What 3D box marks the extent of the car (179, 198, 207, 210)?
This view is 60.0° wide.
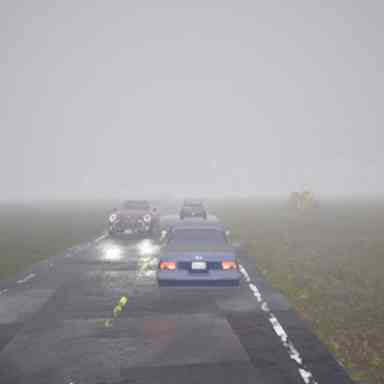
[{"bbox_3d":[0.100,1.212,24.420,2.128,1.511,4.902,0,1,0],"label":"car"}]

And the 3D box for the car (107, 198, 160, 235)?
[{"bbox_3d":[-2.827,1.148,17.012,2.097,1.767,4.553,0,1,0],"label":"car"}]

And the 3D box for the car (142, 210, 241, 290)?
[{"bbox_3d":[0.113,1.443,8.958,2.033,1.411,5.357,0,1,0],"label":"car"}]
